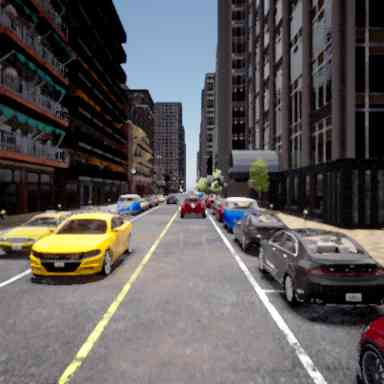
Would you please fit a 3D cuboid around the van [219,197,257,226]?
[{"bbox_3d":[2.690,1.230,19.040,1.690,1.788,3.998,0,0,0],"label":"van"}]

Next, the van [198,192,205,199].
[{"bbox_3d":[2.687,0.901,92.666,1.690,1.788,3.998,0,0,0],"label":"van"}]

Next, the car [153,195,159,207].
[{"bbox_3d":[-5.691,1.331,41.697,1.947,1.339,4.313,0,0,0],"label":"car"}]

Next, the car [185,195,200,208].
[{"bbox_3d":[0.091,1.232,43.496,1.882,1.535,5.008,0,1,0],"label":"car"}]

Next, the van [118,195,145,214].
[{"bbox_3d":[-5.690,1.168,30.368,1.690,1.788,3.998,0,0,0],"label":"van"}]

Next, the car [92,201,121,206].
[{"bbox_3d":[-5.690,1.440,19.041,2.008,1.369,4.403,0,0,0],"label":"car"}]

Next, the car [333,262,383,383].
[{"bbox_3d":[2.691,1.568,2.051,1.802,1.307,4.206,0,0,0],"label":"car"}]

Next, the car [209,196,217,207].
[{"bbox_3d":[2.690,1.378,30.369,2.008,1.369,4.403,0,0,0],"label":"car"}]

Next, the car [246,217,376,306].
[{"bbox_3d":[2.691,1.503,7.714,2.008,1.369,4.403,0,0,0],"label":"car"}]

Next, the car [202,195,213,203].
[{"bbox_3d":[2.689,1.227,58.686,1.887,1.381,4.507,0,0,0],"label":"car"}]

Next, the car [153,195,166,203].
[{"bbox_3d":[-5.691,1.209,58.515,1.752,1.417,4.829,0,0,0],"label":"car"}]

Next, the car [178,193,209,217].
[{"bbox_3d":[0.098,1.186,29.197,2.097,1.767,4.553,0,0,0],"label":"car"}]

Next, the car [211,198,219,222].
[{"bbox_3d":[2.690,1.403,24.705,1.887,1.381,4.507,0,0,0],"label":"car"}]

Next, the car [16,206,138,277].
[{"bbox_3d":[-3.101,1.415,10.277,1.882,1.535,5.008,0,0,0],"label":"car"}]

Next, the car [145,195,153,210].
[{"bbox_3d":[-5.691,1.323,35.863,1.752,1.417,4.829,0,0,0],"label":"car"}]

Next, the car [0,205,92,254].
[{"bbox_3d":[-5.690,1.447,13.206,1.752,1.417,4.829,0,0,0],"label":"car"}]

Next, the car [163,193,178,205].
[{"bbox_3d":[-3.078,1.218,51.518,1.837,1.490,4.892,0,0,0],"label":"car"}]

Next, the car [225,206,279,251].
[{"bbox_3d":[2.690,1.471,13.377,2.008,1.369,4.403,0,0,0],"label":"car"}]

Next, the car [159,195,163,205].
[{"bbox_3d":[-5.691,1.175,47.358,1.967,1.590,4.097,0,0,0],"label":"car"}]

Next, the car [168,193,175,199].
[{"bbox_3d":[-5.693,1.086,92.497,1.752,1.417,4.829,0,0,0],"label":"car"}]
